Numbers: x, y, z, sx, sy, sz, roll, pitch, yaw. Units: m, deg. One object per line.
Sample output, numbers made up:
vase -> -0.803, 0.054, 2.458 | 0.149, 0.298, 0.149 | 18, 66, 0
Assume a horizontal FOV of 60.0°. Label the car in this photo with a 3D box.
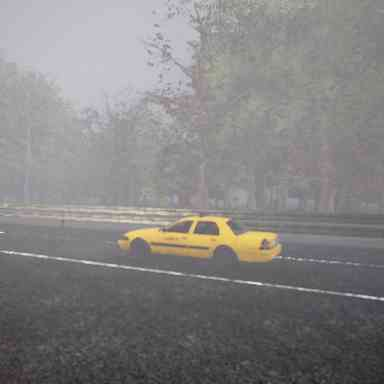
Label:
car -> 0.109, 1.447, 10.881 | 5.366, 1.575, 1.801 | 0, 0, 25
